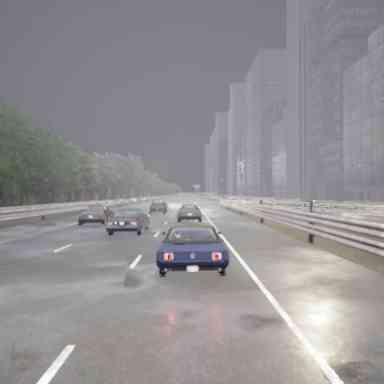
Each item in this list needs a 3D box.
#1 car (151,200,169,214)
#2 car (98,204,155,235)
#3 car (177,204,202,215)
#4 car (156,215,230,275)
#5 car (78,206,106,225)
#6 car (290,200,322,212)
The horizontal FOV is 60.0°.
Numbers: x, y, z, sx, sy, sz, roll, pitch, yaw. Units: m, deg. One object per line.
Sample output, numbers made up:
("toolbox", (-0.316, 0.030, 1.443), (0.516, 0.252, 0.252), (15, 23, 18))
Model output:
("car", (-3.823, 1.714, 38.875), (2.128, 1.511, 4.902), (0, 0, -1))
("car", (-3.609, 1.663, 19.473), (2.033, 1.411, 5.357), (0, 0, -1))
("car", (-0.199, 1.704, 27.902), (1.994, 1.385, 4.181), (0, 0, -1))
("car", (-0.004, 1.651, 10.554), (1.895, 1.301, 4.718), (0, 0, -1))
("car", (-7.172, 1.730, 25.452), (1.994, 1.385, 4.181), (0, 0, -1))
("car", (14.703, 1.793, 43.645), (2.033, 1.411, 5.357), (0, 0, -19))
